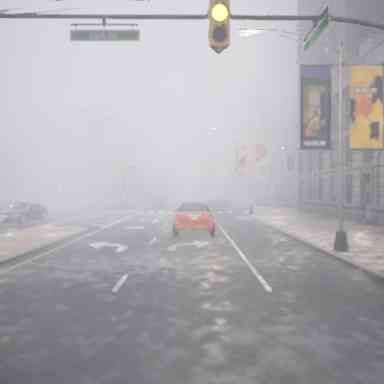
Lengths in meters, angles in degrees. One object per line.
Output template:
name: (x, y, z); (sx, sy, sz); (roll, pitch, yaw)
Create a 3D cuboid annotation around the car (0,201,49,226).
car: (-11.515, 1.410, 22.588); (2.128, 1.511, 4.902); (0, 0, 0)

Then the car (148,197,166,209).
car: (-4.472, 1.394, 42.450); (2.033, 1.411, 5.357); (0, 0, -12)

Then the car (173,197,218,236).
car: (0.103, 1.285, 18.243); (2.097, 1.767, 4.553); (0, 0, 0)

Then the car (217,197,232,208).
car: (3.708, 1.403, 44.651); (1.994, 1.385, 4.181); (0, 0, 37)
